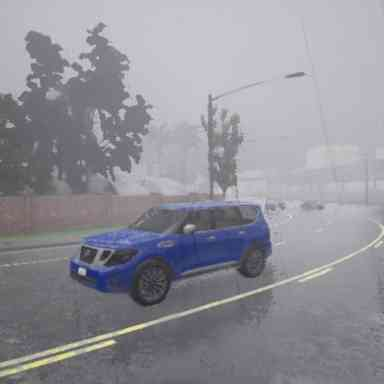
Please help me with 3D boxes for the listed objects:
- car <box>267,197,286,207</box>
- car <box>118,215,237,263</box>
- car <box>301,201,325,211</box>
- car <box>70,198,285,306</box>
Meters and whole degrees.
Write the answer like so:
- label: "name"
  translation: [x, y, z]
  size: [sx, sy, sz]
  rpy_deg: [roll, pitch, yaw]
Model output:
- label: "car"
  translation: [13.516, 1.813, 54.108]
  size: [2.150, 2.045, 5.566]
  rpy_deg: [-1, -1, 0]
- label: "car"
  translation: [-0.394, 1.696, 13.178]
  size: [1.895, 1.301, 4.718]
  rpy_deg: [-1, -1, 44]
- label: "car"
  translation: [17.010, 1.976, 47.245]
  size: [2.033, 1.411, 5.357]
  rpy_deg: [-1, -1, 1]
- label: "car"
  translation: [-0.170, 1.276, 8.610]
  size: [5.566, 2.045, 2.150]
  rpy_deg: [0, 0, -42]
